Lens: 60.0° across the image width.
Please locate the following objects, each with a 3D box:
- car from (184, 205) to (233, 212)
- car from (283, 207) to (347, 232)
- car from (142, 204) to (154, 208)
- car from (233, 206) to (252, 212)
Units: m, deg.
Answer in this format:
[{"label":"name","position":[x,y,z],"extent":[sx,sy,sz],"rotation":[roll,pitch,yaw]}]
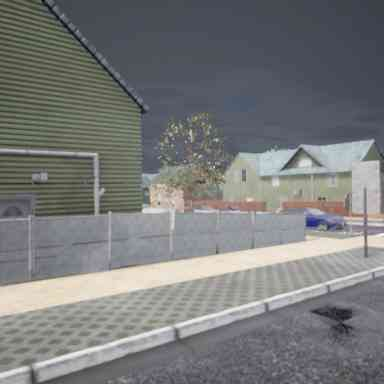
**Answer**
[{"label":"car","position":[1.168,1.963,31.098],"extent":[1.882,1.535,5.008],"rotation":[-1,-1,-35]},{"label":"car","position":[7.730,1.743,21.940],"extent":[1.812,1.442,4.674],"rotation":[-1,-1,-36]},{"label":"car","position":[-5.896,2.251,41.027],"extent":[1.882,1.535,5.008],"rotation":[-1,0,-35]},{"label":"car","position":[3.577,2.029,32.855],"extent":[1.895,1.301,4.718],"rotation":[-1,-1,-36]}]
